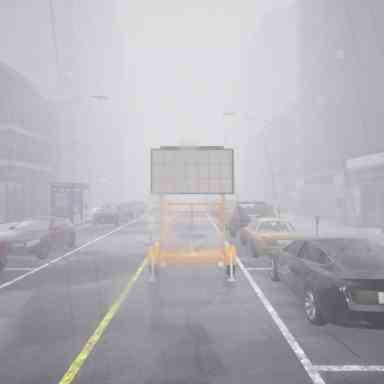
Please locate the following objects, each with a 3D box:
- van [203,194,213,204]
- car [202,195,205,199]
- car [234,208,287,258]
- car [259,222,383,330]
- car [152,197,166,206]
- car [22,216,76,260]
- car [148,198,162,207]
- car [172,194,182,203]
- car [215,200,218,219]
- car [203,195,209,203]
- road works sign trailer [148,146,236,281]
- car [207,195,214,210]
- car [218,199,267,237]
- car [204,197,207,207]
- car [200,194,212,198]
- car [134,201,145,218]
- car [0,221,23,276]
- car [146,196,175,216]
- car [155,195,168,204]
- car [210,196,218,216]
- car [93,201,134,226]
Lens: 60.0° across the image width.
[{"bbox_3d":[2.908,1.332,62.120,1.690,1.788,3.998,0,0,0],"label":"van"},{"bbox_3d":[2.898,1.559,51.073,1.947,1.339,4.313,0,0,0],"label":"car"},{"bbox_3d":[2.867,1.524,12.578,1.752,1.417,4.829,0,0,0],"label":"car"},{"bbox_3d":[2.862,1.565,6.884,1.947,1.339,4.313,0,0,0],"label":"car"},{"bbox_3d":[-5.623,1.558,56.597,1.947,1.339,4.313,0,0,0],"label":"car"},{"bbox_3d":[-5.660,1.581,12.396,1.802,1.307,4.206,0,0,0],"label":"car"},{"bbox_3d":[-5.627,1.575,51.072,1.802,1.307,4.206,0,0,0],"label":"car"},{"bbox_3d":[-2.948,1.468,65.568,1.882,1.535,5.008,0,0,0],"label":"car"},{"bbox_3d":[2.876,1.523,23.625,1.752,1.417,4.829,0,0,0],"label":"car"},{"bbox_3d":[2.894,1.544,45.549,2.008,1.369,4.403,0,0,0],"label":"car"},{"bbox_3d":[0.006,0.464,9.790,2.380,3.560,2.880,0,0,0],"label":"road works sign trailer"},{"bbox_3d":[2.885,1.435,34.502,1.967,1.590,4.097,0,0,0],"label":"car"},{"bbox_3d":[2.871,1.313,17.931,2.192,1.841,5.009,0,0,0],"label":"car"},{"bbox_3d":[2.889,1.545,40.026,2.008,1.369,4.403,0,0,0],"label":"car"},{"bbox_3d":[2.903,1.307,56.597,2.192,1.841,5.009,0,0,0],"label":"car"},{"bbox_3d":[-5.646,1.562,28.971,1.947,1.339,4.313,0,0,0],"label":"car"},{"bbox_3d":[-5.664,1.544,6.872,1.887,1.381,4.507,0,0,0],"label":"car"},{"bbox_3d":[-3.075,1.473,33.113,1.882,1.535,5.008,0,0,0],"label":"car"},{"bbox_3d":[-5.618,1.431,62.122,1.967,1.590,4.097,0,0,0],"label":"car"},{"bbox_3d":[2.880,1.436,28.979,1.967,1.590,4.097,0,0,0],"label":"car"},{"bbox_3d":[-5.650,1.542,23.447,1.887,1.381,4.507,0,0,0],"label":"car"}]
